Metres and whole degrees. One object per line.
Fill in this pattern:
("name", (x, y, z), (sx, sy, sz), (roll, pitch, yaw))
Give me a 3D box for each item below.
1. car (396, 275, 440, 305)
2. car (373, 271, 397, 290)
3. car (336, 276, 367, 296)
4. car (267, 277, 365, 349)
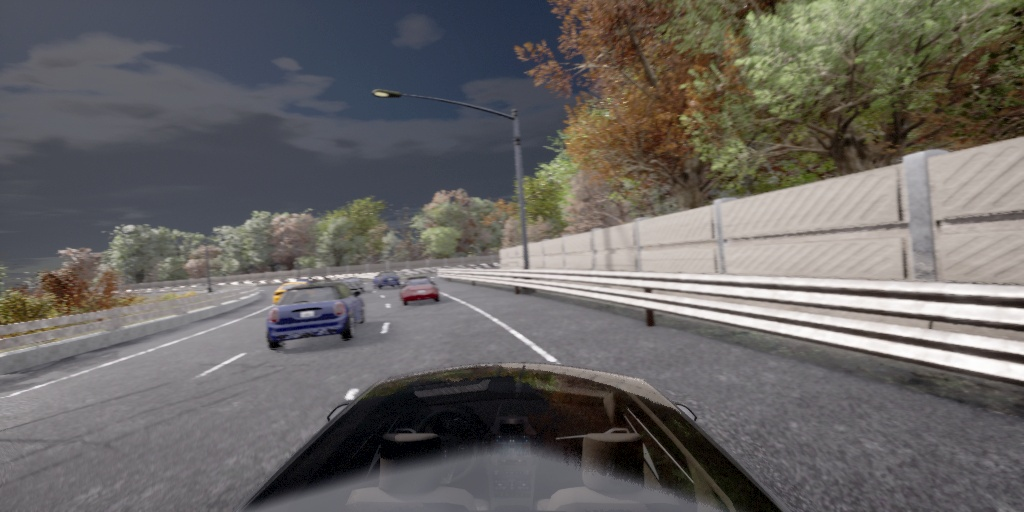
("car", (-5.308, 1.863, 20.384), (1.994, 1.385, 4.181), (-4, 0, -18))
("car", (-12.649, 2.334, 36.048), (2.097, 1.767, 4.553), (-4, 0, -29))
("car", (-14.761, 2.669, 32.838), (2.033, 1.411, 5.357), (-4, -1, -29))
("car", (-6.117, 1.647, 11.675), (2.097, 1.767, 4.553), (-4, 0, -17))
